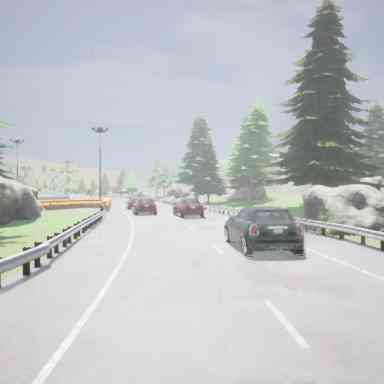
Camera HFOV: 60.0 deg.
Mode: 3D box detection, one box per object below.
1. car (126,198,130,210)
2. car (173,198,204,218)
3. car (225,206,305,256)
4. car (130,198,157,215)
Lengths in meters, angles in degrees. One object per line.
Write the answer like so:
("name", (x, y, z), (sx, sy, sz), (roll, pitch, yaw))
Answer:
("car", (-7.509, 1.503, 43.456), (1.837, 1.490, 4.892), (0, 0, -16))
("car", (-0.413, 1.351, 30.222), (2.097, 1.767, 4.553), (0, 0, -13))
("car", (2.675, 1.351, 13.286), (2.097, 1.767, 4.553), (0, 0, -5))
("car", (-4.830, 1.351, 33.541), (2.097, 1.767, 4.553), (0, 0, -14))
